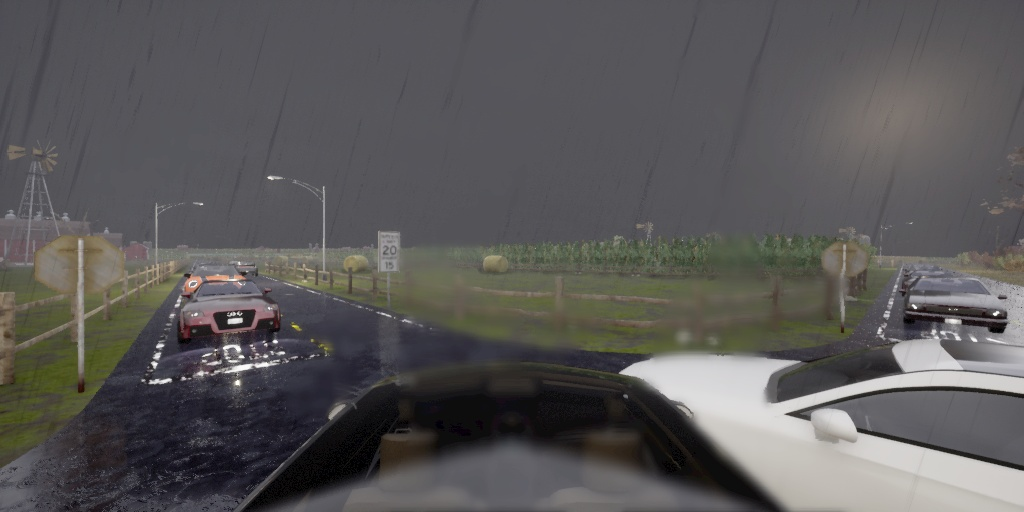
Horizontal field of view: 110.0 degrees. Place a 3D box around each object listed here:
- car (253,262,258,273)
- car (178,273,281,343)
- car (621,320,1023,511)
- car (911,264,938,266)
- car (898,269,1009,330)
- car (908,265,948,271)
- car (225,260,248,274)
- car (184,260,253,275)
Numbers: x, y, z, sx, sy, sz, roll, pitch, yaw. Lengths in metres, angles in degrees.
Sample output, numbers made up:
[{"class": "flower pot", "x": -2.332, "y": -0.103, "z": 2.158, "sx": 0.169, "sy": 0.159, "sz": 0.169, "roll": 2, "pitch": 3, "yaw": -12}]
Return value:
[{"class": "car", "x": -26.676, "y": 1.262, "z": 35.811, "sx": 2.128, "sy": 1.511, "sz": 4.902, "roll": 0, "pitch": 0, "yaw": -41}, {"class": "car", "x": -7.858, "y": 1.350, "z": 9.934, "sx": 1.994, "sy": 1.385, "sz": 4.181, "roll": 0, "pitch": 0, "yaw": -42}, {"class": "car", "x": 2.855, "y": 1.293, "z": 2.254, "sx": 1.812, "sy": 1.442, "sz": 4.674, "roll": 0, "pitch": 1, "yaw": -43}, {"class": "car", "x": 29.159, "y": 1.311, "z": 25.375, "sx": 4.902, "sy": 1.511, "sz": 2.128, "roll": 0, "pitch": 1, "yaw": -42}, {"class": "car", "x": 13.611, "y": 1.335, "z": 11.232, "sx": 5.357, "sy": 1.411, "sz": 2.033, "roll": 0, "pitch": 1, "yaw": -42}, {"class": "car", "x": 21.000, "y": 1.364, "z": 17.960, "sx": 4.181, "sy": 1.385, "sz": 1.994, "roll": 0, "pitch": 1, "yaw": -43}, {"class": "car", "x": -33.332, "y": 1.278, "z": 43.327, "sx": 1.837, "sy": 1.490, "sz": 4.892, "roll": 0, "pitch": 0, "yaw": -41}, {"class": "car", "x": -13.578, "y": 1.131, "z": 16.467, "sx": 2.097, "sy": 1.767, "sz": 4.553, "roll": 0, "pitch": 0, "yaw": -41}]
